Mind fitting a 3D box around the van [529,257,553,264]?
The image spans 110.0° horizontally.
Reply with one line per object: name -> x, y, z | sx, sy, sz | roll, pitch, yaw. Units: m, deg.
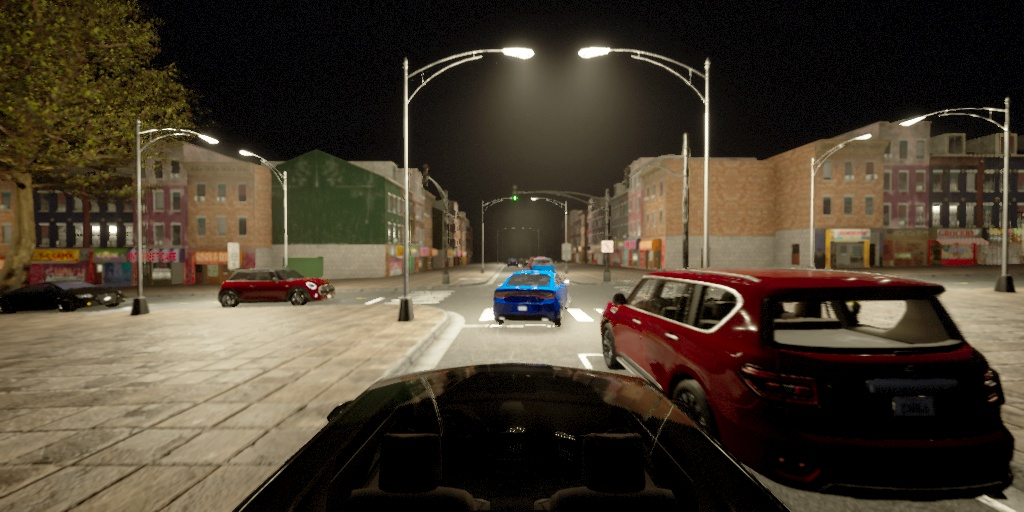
van -> 2.650, 1.025, 31.091 | 1.690, 1.789, 3.998 | 0, 0, 0

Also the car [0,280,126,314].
car -> -20.581, 1.831, 16.463 | 4.181, 1.385, 1.994 | -2, 1, 0

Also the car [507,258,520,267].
car -> 0.130, 1.254, 61.567 | 1.895, 1.301, 4.718 | 0, 0, 0

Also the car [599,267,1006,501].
car -> 2.638, 1.057, 4.730 | 2.192, 1.841, 5.009 | 0, 0, 0

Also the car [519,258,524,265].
car -> 2.663, 1.205, 58.122 | 2.007, 1.370, 4.403 | 0, 0, 0

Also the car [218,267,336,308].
car -> -10.640, 1.330, 16.464 | 4.553, 1.767, 2.097 | -2, 1, 0

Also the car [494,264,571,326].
car -> 0.814, 1.202, 11.775 | 1.882, 1.535, 5.008 | -1, 0, 13

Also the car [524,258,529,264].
car -> 2.653, 0.991, 36.497 | 2.192, 1.841, 5.009 | 0, 0, 0
